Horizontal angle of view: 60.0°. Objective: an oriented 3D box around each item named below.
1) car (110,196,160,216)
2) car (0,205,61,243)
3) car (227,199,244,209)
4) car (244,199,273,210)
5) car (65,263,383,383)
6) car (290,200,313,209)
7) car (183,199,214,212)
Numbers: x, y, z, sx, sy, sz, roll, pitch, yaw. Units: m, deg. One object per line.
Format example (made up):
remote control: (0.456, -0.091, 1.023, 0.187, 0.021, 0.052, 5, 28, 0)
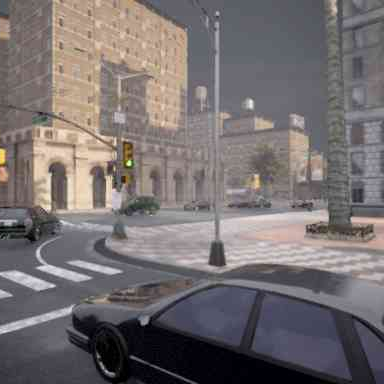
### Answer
car: (-5.823, 1.394, 34.840, 2.150, 2.045, 5.566, 0, 0, 40)
car: (-8.247, 1.431, 16.690, 2.097, 1.767, 4.553, 0, 0, -6)
car: (7.570, 1.812, 50.842, 2.033, 1.411, 5.357, 0, 0, 41)
car: (9.915, 1.755, 47.888, 1.837, 1.490, 4.892, 0, 0, 40)
car: (0.865, 1.568, 3.650, 5.357, 1.411, 2.033, 0, 0, 37)
car: (16.759, 1.872, 50.680, 1.895, 1.301, 4.718, 0, 0, 39)
car: (0.851, 1.723, 42.816, 1.837, 1.490, 4.892, 0, 0, 40)
